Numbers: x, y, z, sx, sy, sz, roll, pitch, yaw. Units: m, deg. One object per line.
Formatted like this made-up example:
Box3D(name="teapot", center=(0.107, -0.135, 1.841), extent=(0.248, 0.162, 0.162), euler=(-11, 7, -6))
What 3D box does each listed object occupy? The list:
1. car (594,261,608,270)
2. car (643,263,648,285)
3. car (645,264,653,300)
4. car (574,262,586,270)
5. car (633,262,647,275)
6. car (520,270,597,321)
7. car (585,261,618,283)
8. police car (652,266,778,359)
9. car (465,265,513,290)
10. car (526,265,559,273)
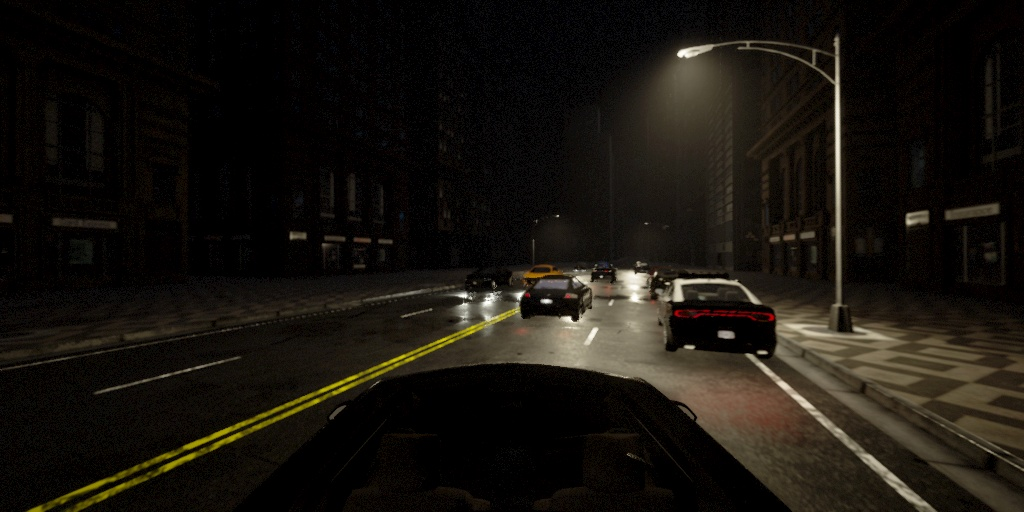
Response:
Box3D(name="car", center=(15.740, 1.648, 63.158), extent=(1.882, 1.535, 5.008), euler=(0, -1, 20))
Box3D(name="car", center=(9.923, 1.398, 23.817), extent=(1.812, 1.442, 4.674), euler=(0, 0, 19))
Box3D(name="car", center=(7.937, 1.343, 18.155), extent=(1.837, 1.490, 4.892), euler=(0, 0, 19))
Box3D(name="car", center=(12.142, 1.722, 62.730), extent=(2.033, 1.411, 5.357), euler=(0, -1, 20))
Box3D(name="car", center=(15.742, 1.495, 43.278), extent=(2.128, 1.511, 4.902), euler=(0, 0, 20))
Box3D(name="car", center=(1.741, 1.384, 12.986), extent=(1.994, 1.385, 4.181), euler=(0, 0, 19))
Box3D(name="car", center=(7.750, 1.415, 30.090), extent=(2.128, 1.511, 4.902), euler=(0, 0, 19))
Box3D(name="police car", center=(4.665, 1.208, 8.823), extent=(1.930, 1.638, 5.238), euler=(0, 0, 19))
Box3D(name="car", center=(-1.434, 1.386, 24.143), extent=(1.882, 1.535, 5.008), euler=(0, 0, 19))
Box3D(name="car", center=(2.176, 1.378, 24.613), extent=(1.882, 1.535, 5.008), euler=(0, 0, 19))
